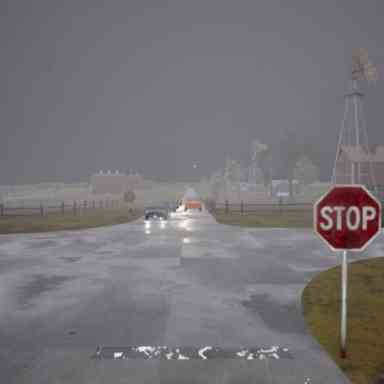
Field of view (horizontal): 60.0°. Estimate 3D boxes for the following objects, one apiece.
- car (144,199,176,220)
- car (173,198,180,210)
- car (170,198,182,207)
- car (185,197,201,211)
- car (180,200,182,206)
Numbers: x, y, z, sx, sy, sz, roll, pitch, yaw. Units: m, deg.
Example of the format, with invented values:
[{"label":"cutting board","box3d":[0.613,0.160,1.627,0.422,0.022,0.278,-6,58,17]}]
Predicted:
[{"label":"car","box3d":[-2.859,1.576,29.001,2.033,1.411,5.357,0,0,1]},{"label":"car","box3d":[-2.805,1.634,38.296,1.994,1.385,4.181,0,0,0]},{"label":"car","box3d":[-2.738,1.796,58.098,1.994,1.385,4.181,0,-1,0]},{"label":"car","box3d":[0.141,1.453,43.249,2.097,1.767,4.553,0,0,0]},{"label":"car","box3d":[-2.791,1.685,48.120,2.033,1.411,5.357,0,0,0]}]
